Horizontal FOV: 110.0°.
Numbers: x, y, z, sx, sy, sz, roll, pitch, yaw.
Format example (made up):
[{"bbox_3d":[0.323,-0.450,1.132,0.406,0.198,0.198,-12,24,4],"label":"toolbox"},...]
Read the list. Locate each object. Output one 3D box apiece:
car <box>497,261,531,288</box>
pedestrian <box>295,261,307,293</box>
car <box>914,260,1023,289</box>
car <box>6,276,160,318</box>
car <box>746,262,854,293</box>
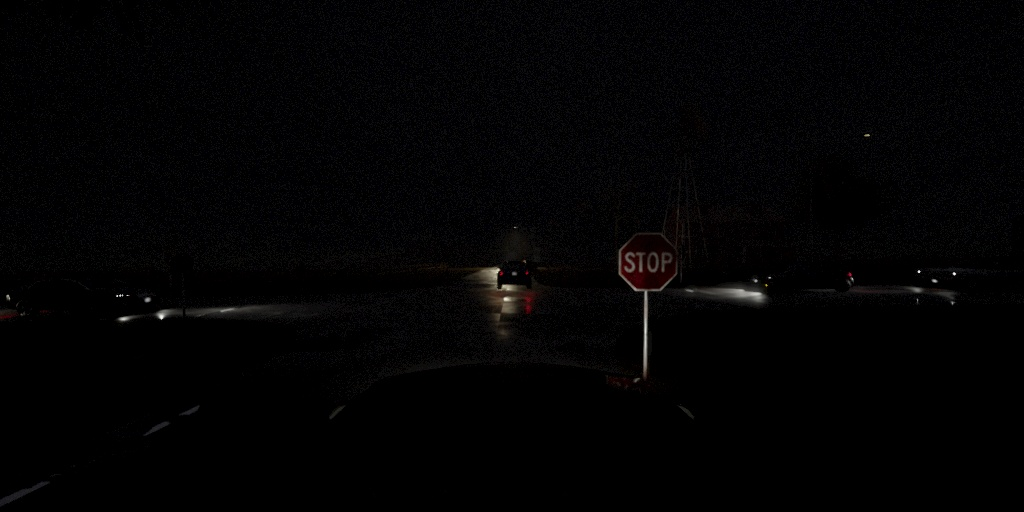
[{"bbox_3d":[0.148,1.111,23.745,2.097,1.767,4.553,0,0,0],"label":"car"},{"bbox_3d":[-12.113,1.188,20.524,0.375,1.860,0.375,0,2,0],"label":"pedestrian"},{"bbox_3d":[22.550,0.850,17.243,4.718,1.301,1.895,-1,1,0],"label":"car"},{"bbox_3d":[-17.267,1.566,14.592,4.902,1.511,2.128,-1,1,1],"label":"car"},{"bbox_3d":[13.777,0.988,17.313,4.181,1.385,1.994,-1,1,1],"label":"car"}]
